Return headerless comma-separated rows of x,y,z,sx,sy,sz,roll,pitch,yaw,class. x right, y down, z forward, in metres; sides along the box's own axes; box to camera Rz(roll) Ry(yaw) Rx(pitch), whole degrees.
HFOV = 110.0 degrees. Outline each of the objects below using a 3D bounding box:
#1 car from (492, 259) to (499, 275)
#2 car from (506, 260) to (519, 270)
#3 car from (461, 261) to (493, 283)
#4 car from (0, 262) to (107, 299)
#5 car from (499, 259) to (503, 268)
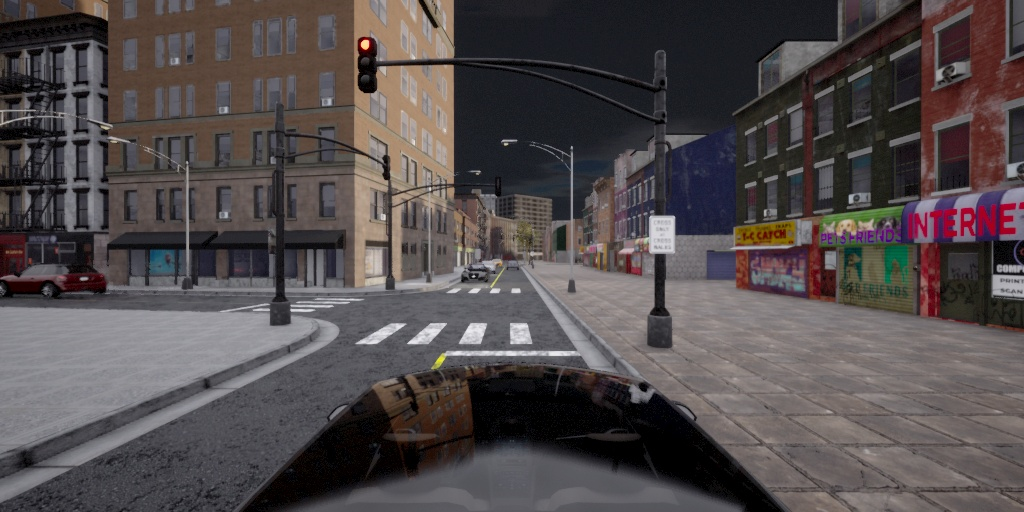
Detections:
-2.773,1.279,40.194,1.812,1.442,4.674,0,0,0,car
0.102,1.305,52.801,2.033,1.411,5.357,0,0,0,car
-2.798,1.314,28.176,1.994,1.385,4.181,0,0,0,car
-24.226,1.216,18.890,4.553,1.767,2.097,0,0,9,car
-2.638,1.241,62.071,1.882,1.535,5.008,0,0,0,car
